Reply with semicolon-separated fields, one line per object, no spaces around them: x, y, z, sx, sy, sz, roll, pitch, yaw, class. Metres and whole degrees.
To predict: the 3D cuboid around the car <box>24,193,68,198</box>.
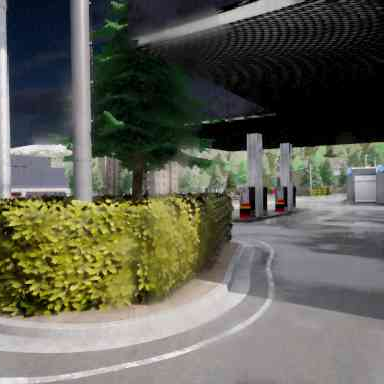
-14.770;1.183;33.590;3.866;1.878;1.905;-1;1;35;car

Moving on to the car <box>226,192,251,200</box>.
9.212;0.812;66.501;4.514;1.523;2.007;-1;1;35;car

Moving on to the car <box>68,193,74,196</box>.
-24.237;1.124;63.879;3.866;1.878;1.905;-1;1;35;car

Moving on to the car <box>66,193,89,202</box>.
-22.891;1.103;66.488;4.605;1.855;1.932;-1;1;35;car

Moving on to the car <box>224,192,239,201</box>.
7.439;0.851;63.912;5.027;1.636;2.152;-1;1;35;car
